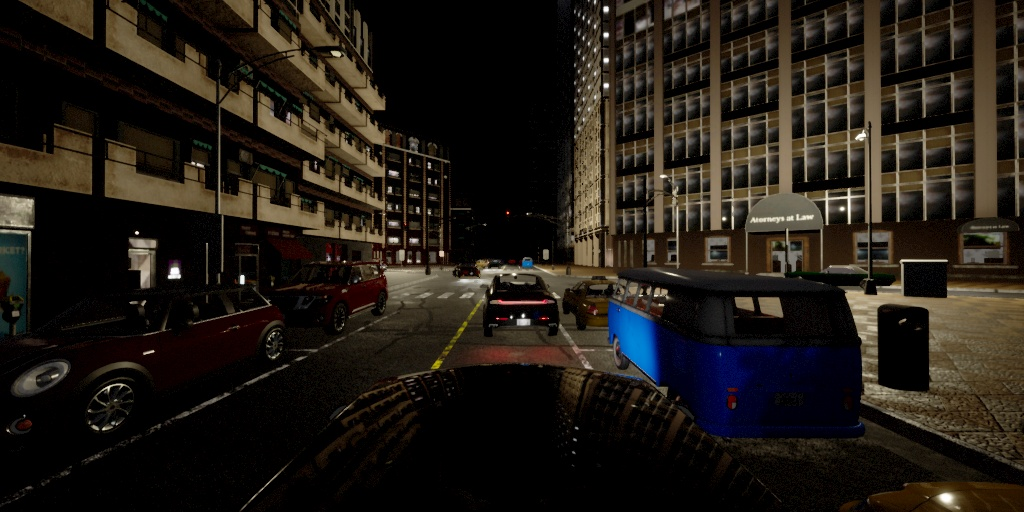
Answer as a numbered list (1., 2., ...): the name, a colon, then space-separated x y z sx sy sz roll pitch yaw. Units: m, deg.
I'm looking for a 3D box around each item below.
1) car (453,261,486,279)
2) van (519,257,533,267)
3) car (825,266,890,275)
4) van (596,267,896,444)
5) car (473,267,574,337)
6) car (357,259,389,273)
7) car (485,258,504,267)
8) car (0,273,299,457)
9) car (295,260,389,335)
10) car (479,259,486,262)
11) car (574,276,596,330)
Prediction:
1. car: -4.098 1.338 32.702 1.994 1.385 4.181 0 0 -19
2. van: 2.558 1.167 59.700 1.690 1.789 3.998 0 0 0
3. car: 18.306 1.194 20.426 4.718 1.301 1.895 -1 -1 40
4. van: 2.565 1.092 5.171 1.690 1.789 3.998 0 0 0
5. car: 0.132 1.244 10.312 2.128 1.511 4.902 0 0 -3
6. car: -18.737 1.292 48.287 4.553 1.767 2.097 -1 -1 41
7. car: -2.824 1.425 58.789 1.895 1.301 4.718 0 0 2
8. car: -5.315 1.191 5.164 1.967 1.591 4.097 0 0 0
9. car: -5.316 1.068 10.700 2.192 1.841 5.009 0 0 0
10. car: -5.322 1.351 59.529 1.751 1.417 4.829 0 0 0
11. car: 2.564 1.278 10.877 1.751 1.417 4.829 0 0 0
